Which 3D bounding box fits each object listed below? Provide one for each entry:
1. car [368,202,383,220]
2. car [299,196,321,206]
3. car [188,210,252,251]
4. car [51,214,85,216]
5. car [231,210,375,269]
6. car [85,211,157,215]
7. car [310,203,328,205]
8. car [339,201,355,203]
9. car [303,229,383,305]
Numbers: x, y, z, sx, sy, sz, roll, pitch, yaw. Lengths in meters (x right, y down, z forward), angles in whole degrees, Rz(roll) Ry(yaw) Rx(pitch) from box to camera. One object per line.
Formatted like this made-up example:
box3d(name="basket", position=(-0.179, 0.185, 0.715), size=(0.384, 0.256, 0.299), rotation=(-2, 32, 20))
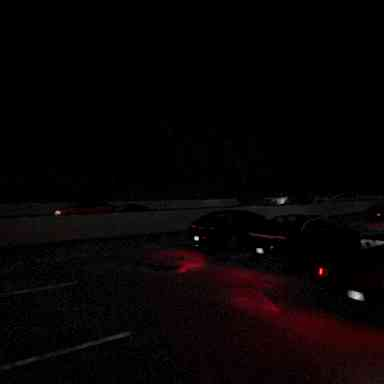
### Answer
box3d(name="car", position=(15.323, 1.485, 25.770), size=(5.008, 1.535, 1.882), rotation=(0, 0, -43))
box3d(name="car", position=(20.094, 1.518, 56.690), size=(1.882, 1.535, 5.008), rotation=(0, 1, 40))
box3d(name="car", position=(2.075, 1.521, 14.262), size=(4.892, 1.490, 1.837), rotation=(0, 0, -38))
box3d(name="car", position=(-8.082, 1.400, 24.321), size=(4.553, 1.767, 2.097), rotation=(0, 0, -37))
box3d(name="car", position=(3.891, 1.501, 11.237), size=(4.902, 1.511, 2.128), rotation=(0, 0, -38))
box3d(name="car", position=(-4.476, 1.565, 22.695), size=(4.674, 1.442, 1.812), rotation=(0, 0, -38))
box3d(name="car", position=(20.936, 1.254, 52.258), size=(2.150, 2.045, 5.566), rotation=(0, 0, 41))
box3d(name="car", position=(23.776, 1.248, 50.222), size=(2.150, 2.045, 5.566), rotation=(0, 0, 41))
box3d(name="car", position=(4.759, 1.603, 7.444), size=(4.718, 1.301, 1.895), rotation=(0, 0, -38))
